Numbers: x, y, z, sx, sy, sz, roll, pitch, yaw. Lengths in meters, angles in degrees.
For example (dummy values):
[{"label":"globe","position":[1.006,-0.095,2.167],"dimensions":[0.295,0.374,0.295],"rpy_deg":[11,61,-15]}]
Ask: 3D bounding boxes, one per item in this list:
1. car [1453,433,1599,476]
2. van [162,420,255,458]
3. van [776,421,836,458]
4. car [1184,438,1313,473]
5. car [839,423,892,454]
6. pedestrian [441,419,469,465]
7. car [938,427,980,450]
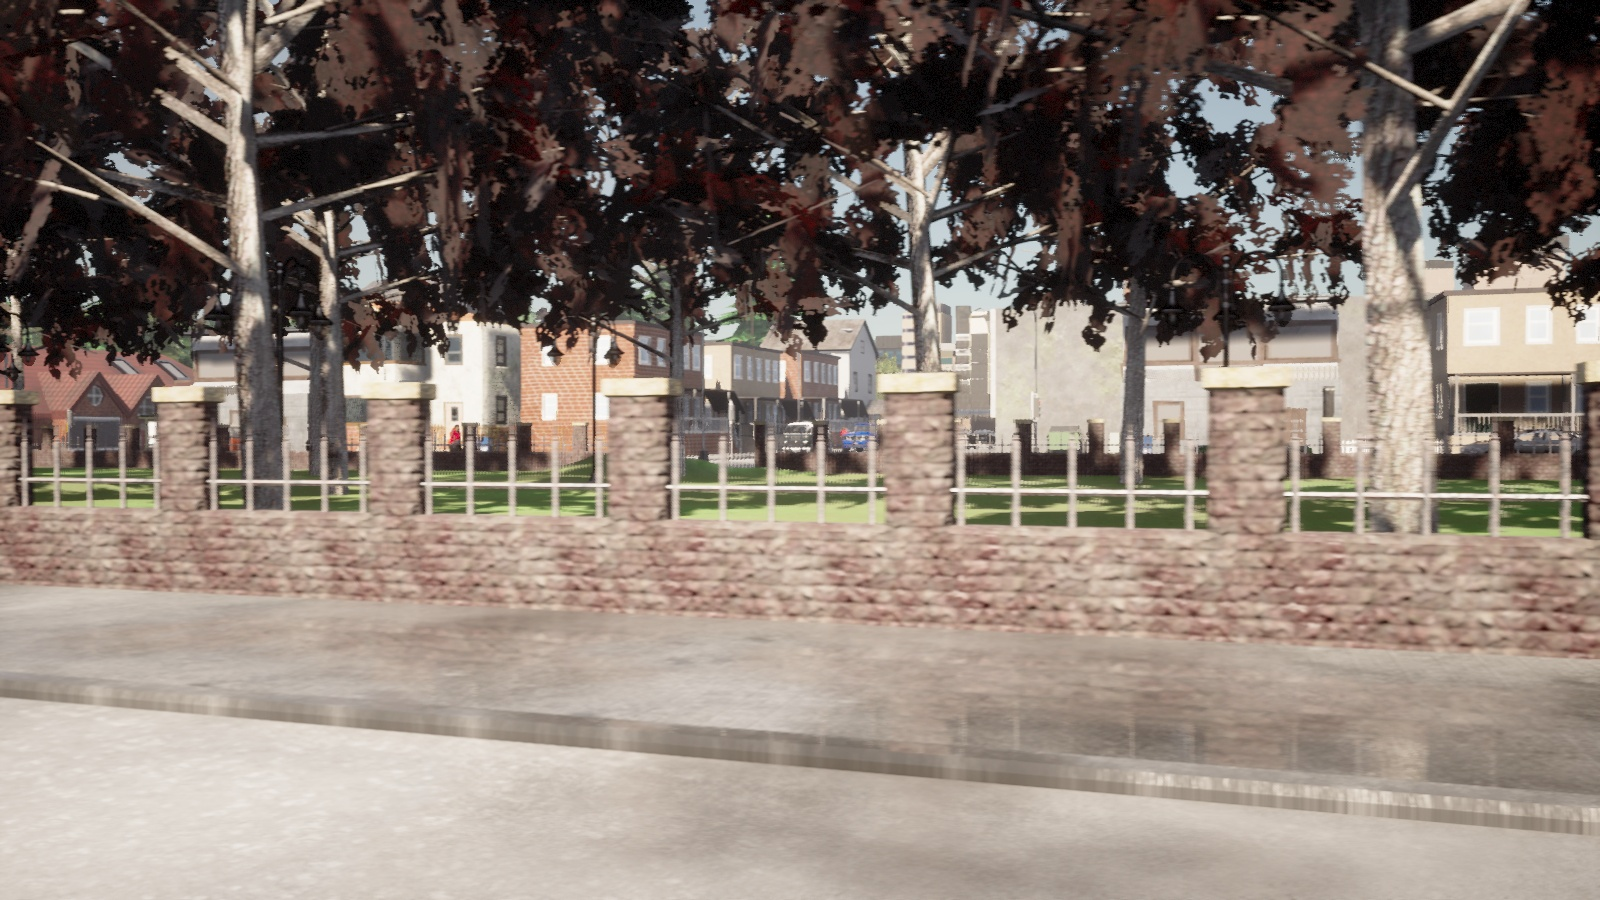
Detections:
[{"label":"car","position":[27.134,0.139,46.566],"dimensions":[4.902,1.511,2.128],"rpy_deg":[1,1,19]},{"label":"van","position":[-31.250,-0.599,66.304],"dimensions":[4.442,1.987,1.775],"rpy_deg":[1,1,19]},{"label":"van","position":[0.406,-0.609,72.661],"dimensions":[2.069,2.038,4.480],"rpy_deg":[1,1,20]},{"label":"car","position":[17.699,0.197,49.756],"dimensions":[4.718,1.301,1.895],"rpy_deg":[1,1,19]},{"label":"car","position":[4.473,-0.793,84.742],"dimensions":[2.150,2.045,5.566],"rpy_deg":[1,1,19]},{"label":"pedestrian","position":[-13.953,-0.329,50.744],"dimensions":[0.899,1.844,0.634],"rpy_deg":[1,1,19]},{"label":"car","position":[11.947,-0.861,94.324],"dimensions":[2.152,1.651,5.027],"rpy_deg":[1,1,19]}]
